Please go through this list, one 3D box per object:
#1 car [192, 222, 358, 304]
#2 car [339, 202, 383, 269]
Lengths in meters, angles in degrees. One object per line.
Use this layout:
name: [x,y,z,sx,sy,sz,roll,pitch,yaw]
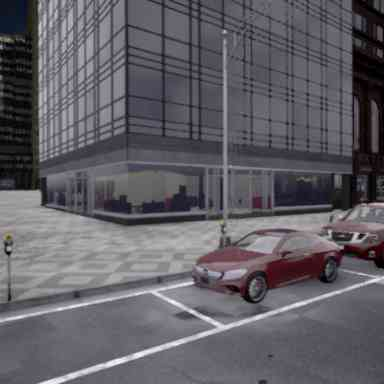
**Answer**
car: [1.970,1.571,8.059,4.206,1.307,1.802,0,0,-36]
car: [6.386,1.296,11.211,5.009,1.841,2.192,0,0,-36]
